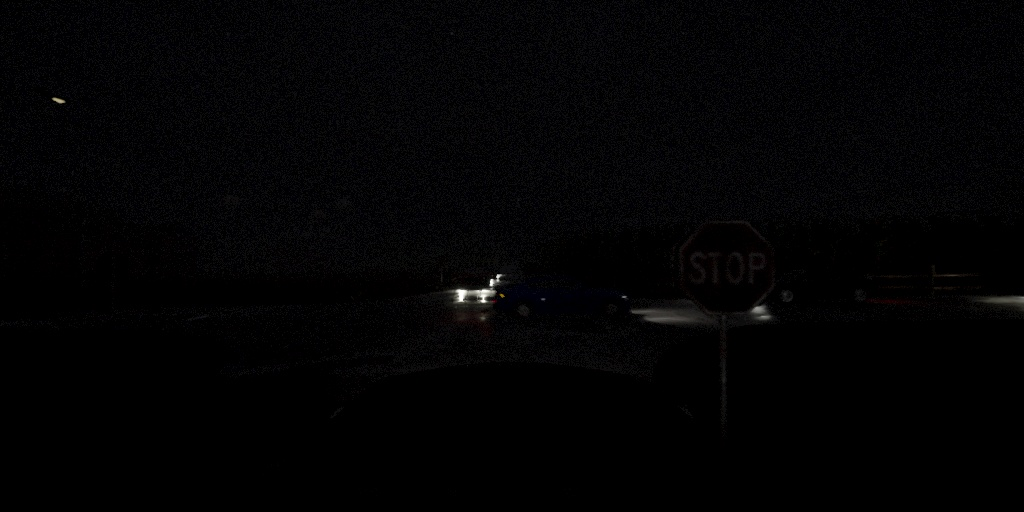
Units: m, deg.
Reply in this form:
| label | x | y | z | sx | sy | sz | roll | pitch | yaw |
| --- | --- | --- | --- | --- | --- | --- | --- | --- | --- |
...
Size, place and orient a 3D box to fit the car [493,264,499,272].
| label | x | y | z | sx | sy | sz | roll | pitch | yaw |
| --- | --- | --- | --- | --- | --- | --- | --- | --- | --- |
| car | -2.771 | 1.803 | 39.511 | 1.994 | 1.385 | 4.181 | 0 | -1 | 0 |

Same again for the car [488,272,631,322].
| label | x | y | z | sx | sy | sz | roll | pitch | yaw |
| --- | --- | --- | --- | --- | --- | --- | --- | --- | --- |
| car | 1.653 | 1.378 | 12.376 | 4.674 | 1.442 | 1.812 | -1 | -1 | 0 |

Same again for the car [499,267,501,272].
| label | x | y | z | sx | sy | sz | roll | pitch | yaw |
| --- | --- | --- | --- | --- | --- | --- | --- | --- | --- |
| car | -2.737 | 1.930 | 53.074 | 1.837 | 1.490 | 4.892 | 0 | 0 | 0 |

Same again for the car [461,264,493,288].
| label | x | y | z | sx | sy | sz | roll | pitch | yaw |
| --- | --- | --- | --- | --- | --- | --- | --- | --- | --- |
| car | -2.796 | 1.566 | 27.906 | 1.882 | 1.535 | 5.008 | 0 | -1 | 0 |

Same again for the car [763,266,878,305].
| label | x | y | z | sx | sy | sz | roll | pitch | yaw |
| --- | --- | --- | --- | --- | --- | --- | --- | --- | --- |
| car | 12.500 | 1.210 | 15.246 | 4.892 | 1.490 | 1.837 | -1 | -1 | 1 |
